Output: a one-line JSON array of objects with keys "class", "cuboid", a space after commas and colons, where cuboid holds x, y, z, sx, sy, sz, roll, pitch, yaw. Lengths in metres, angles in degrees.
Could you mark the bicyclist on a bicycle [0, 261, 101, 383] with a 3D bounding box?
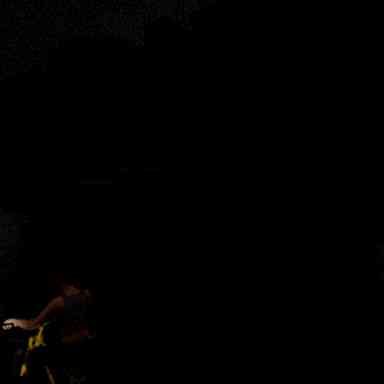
[{"class": "bicyclist on a bicycle", "cuboid": [-1.353, 1.462, 3.299, 1.509, 1.612, 0.866, 7, 4, 35]}]
